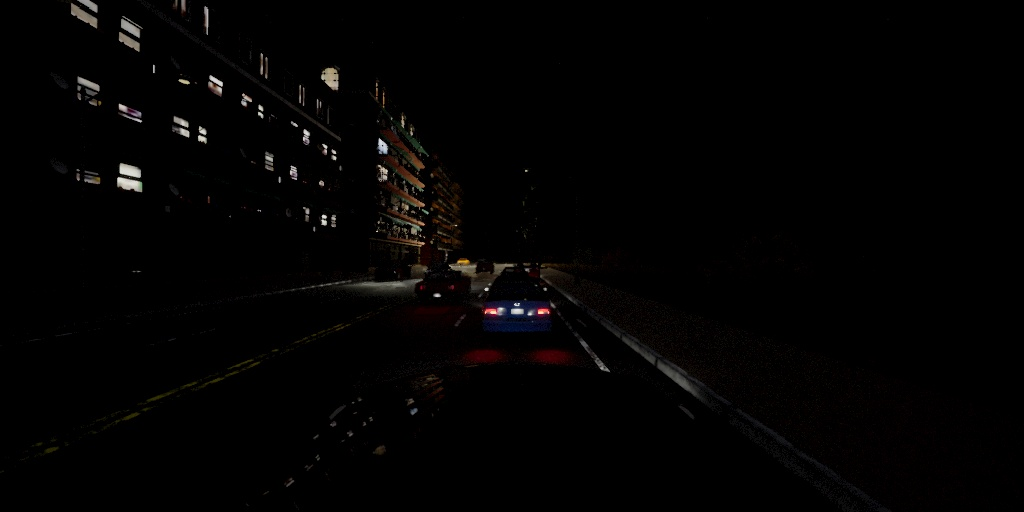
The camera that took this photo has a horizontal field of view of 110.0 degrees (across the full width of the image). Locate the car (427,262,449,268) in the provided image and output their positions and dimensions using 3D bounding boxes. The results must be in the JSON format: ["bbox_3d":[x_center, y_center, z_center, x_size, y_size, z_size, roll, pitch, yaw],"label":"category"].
[{"bbox_3d":[-6.547,1.279,32.289,1.812,1.442,4.674,0,0,0],"label":"car"}]

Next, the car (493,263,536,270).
[{"bbox_3d":[0.128,1.317,20.930,1.994,1.385,4.181,0,0,1],"label":"car"}]

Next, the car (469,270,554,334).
[{"bbox_3d":[0.117,1.299,10.597,2.033,1.411,5.357,0,0,0],"label":"car"}]

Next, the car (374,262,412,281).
[{"bbox_3d":[-9.801,1.231,29.906,1.882,1.535,5.008,0,0,0],"label":"car"}]

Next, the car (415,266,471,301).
[{"bbox_3d":[-3.126,1.353,17.279,1.895,1.301,4.718,0,0,0],"label":"car"}]

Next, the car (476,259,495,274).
[{"bbox_3d":[-3.080,1.231,41.759,1.882,1.535,5.008,0,0,0],"label":"car"}]

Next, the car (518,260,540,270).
[{"bbox_3d":[1.187,1.105,29.865,2.097,1.767,4.553,0,0,0],"label":"car"}]
